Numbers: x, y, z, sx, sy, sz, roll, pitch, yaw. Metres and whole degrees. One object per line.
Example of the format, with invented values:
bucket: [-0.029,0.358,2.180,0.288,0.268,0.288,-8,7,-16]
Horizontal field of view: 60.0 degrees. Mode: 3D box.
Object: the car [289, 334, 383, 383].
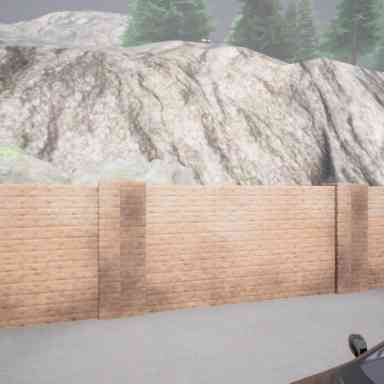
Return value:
car: [2.235,1.492,1.870,4.902,1.511,2.128,0,0,-18]
